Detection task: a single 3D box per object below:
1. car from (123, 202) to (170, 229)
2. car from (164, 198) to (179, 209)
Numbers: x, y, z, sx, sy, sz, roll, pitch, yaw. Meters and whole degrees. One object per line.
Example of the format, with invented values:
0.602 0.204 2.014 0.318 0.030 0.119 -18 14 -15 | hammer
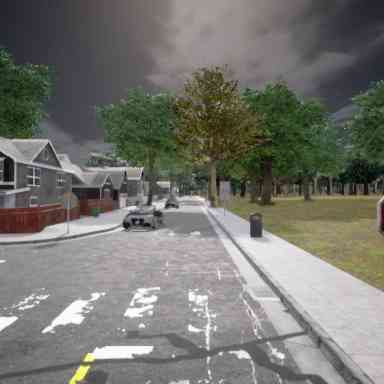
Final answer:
-2.963 1.577 21.368 1.994 1.385 4.181 0 0 6 | car
-2.803 1.548 47.097 2.033 1.411 5.357 0 0 0 | car
